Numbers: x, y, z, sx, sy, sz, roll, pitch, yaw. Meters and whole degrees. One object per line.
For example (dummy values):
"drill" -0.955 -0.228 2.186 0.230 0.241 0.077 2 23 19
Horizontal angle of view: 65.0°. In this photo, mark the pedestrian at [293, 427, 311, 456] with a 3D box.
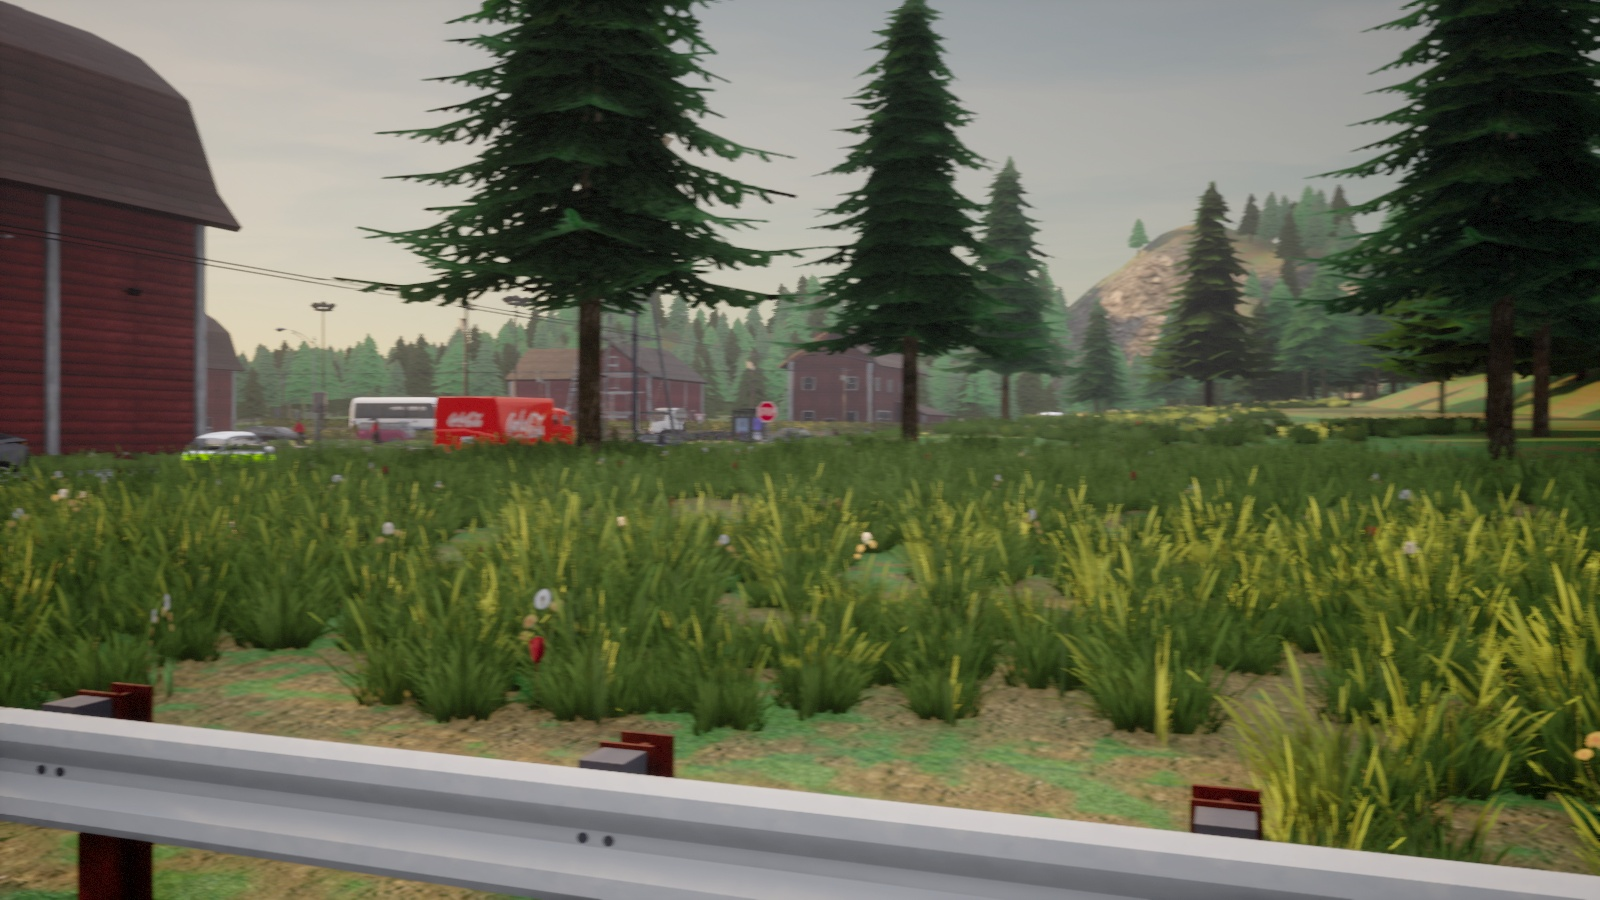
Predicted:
"pedestrian" -32.525 -0.564 82.012 0.899 1.844 0.634 0 1 19

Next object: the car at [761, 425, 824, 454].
"car" -0.403 -0.669 74.881 2.152 1.651 5.027 0 1 19

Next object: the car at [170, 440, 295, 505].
"car" -12.976 0.485 28.815 1.481 1.376 2.207 0 1 19

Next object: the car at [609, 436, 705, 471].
"car" -5.587 0.115 49.710 1.895 1.301 4.718 0 1 19

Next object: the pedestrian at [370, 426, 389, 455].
"pedestrian" -26.966 -0.599 80.504 0.899 1.844 0.634 0 1 25

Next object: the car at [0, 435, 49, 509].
"car" -17.924 0.486 25.318 2.007 1.525 4.514 0 1 19

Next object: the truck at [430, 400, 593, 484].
"truck" -9.048 -0.277 39.931 2.627 2.467 5.204 0 1 19
